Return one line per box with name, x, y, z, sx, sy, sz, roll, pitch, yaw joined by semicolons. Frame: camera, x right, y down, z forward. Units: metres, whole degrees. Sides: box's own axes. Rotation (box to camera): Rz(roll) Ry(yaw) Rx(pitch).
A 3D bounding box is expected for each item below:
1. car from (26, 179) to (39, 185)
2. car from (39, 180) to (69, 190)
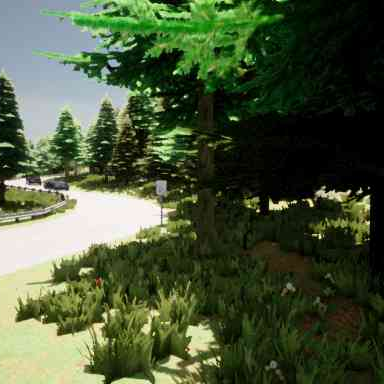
car;-25.451;-1.912;53.406;1.837;1.490;4.892;0;5;-34
car;-18.826;-0.986;46.137;4.181;1.385;1.994;6;4;40
